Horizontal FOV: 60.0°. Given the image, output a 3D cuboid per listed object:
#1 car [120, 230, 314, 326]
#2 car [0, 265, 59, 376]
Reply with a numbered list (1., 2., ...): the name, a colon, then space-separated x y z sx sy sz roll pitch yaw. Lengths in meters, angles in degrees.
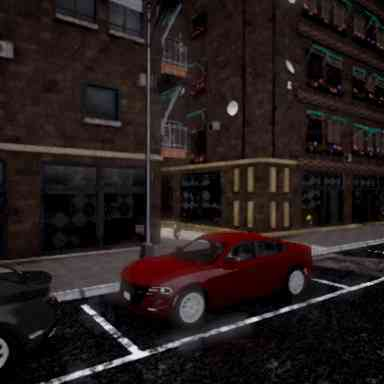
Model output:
1. car: 0.708 1.554 7.064 4.507 1.381 1.887 0 0 -36
2. car: -3.880 1.548 3.790 4.403 1.369 2.008 0 0 -36
